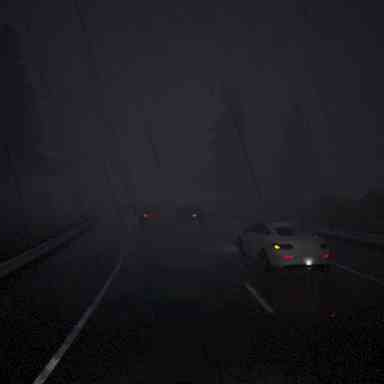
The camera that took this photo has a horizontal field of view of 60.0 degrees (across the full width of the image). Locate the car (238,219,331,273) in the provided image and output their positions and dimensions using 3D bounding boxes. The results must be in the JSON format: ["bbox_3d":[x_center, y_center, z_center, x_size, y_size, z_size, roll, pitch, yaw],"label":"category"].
[{"bbox_3d":[2.851,1.638,11.087,1.812,1.442,4.674,0,-1,-6],"label":"car"}]

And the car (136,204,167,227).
[{"bbox_3d":[-3.039,1.800,25.294,1.812,1.442,4.674,0,-1,-13],"label":"car"}]

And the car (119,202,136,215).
[{"bbox_3d":[-7.861,1.957,41.207,1.837,1.490,4.892,0,-1,-20],"label":"car"}]

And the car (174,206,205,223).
[{"bbox_3d":[-0.278,1.869,28.766,1.994,1.385,4.181,0,-1,-14],"label":"car"}]
